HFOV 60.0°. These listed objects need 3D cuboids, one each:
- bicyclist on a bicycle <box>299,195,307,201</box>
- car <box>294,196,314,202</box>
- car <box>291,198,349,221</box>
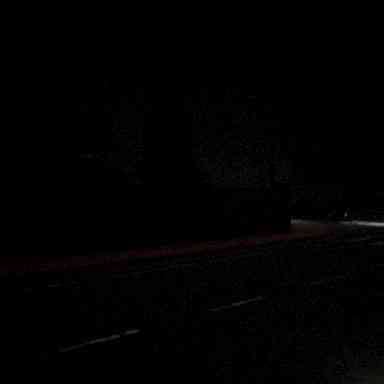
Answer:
[{"bbox_3d":[14.110,1.242,42.212,1.656,1.620,0.582,0,0,-25],"label":"bicyclist on a bicycle"},{"bbox_3d":[25.711,1.534,76.112,4.718,1.301,1.895,0,0,-35],"label":"car"},{"bbox_3d":[10.083,1.430,26.812,2.128,1.511,4.902,0,0,-35],"label":"car"}]
